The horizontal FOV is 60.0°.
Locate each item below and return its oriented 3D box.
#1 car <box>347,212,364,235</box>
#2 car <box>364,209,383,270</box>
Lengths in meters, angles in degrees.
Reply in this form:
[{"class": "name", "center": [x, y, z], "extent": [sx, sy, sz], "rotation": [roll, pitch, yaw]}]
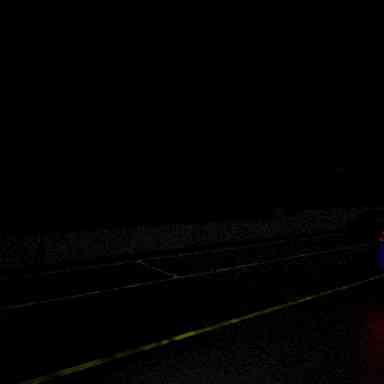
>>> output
[{"class": "car", "center": [9.998, 1.567, 17.645], "extent": [4.313, 1.339, 1.947], "rotation": [0, 0, -36]}, {"class": "car", "center": [6.870, 1.218, 8.333], "extent": [5.566, 2.045, 2.150], "rotation": [1, 0, -36]}]
